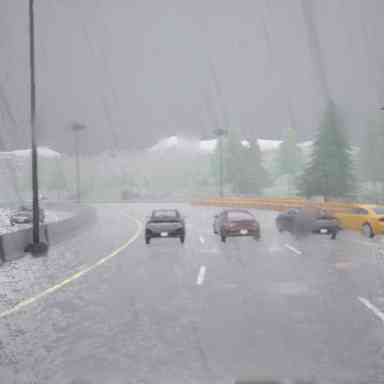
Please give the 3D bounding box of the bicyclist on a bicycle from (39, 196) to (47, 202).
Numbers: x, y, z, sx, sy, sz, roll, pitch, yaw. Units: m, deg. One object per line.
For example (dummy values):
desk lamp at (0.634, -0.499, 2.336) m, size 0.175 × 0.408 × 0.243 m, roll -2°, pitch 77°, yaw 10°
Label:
bicyclist on a bicycle at (-37.957, 1.962, 86.135) m, size 0.582 × 1.620 × 1.656 m, roll 0°, pitch -21°, yaw 18°

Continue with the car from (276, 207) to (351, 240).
car at (5.701, 1.495, 16.996) m, size 2.128 × 1.511 × 4.902 m, roll -1°, pitch 0°, yaw -2°

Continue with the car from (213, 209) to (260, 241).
car at (2.190, 1.596, 16.992) m, size 1.812 × 1.442 × 4.674 m, roll -1°, pitch 0°, yaw -2°

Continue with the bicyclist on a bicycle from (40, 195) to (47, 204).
bicyclist on a bicycle at (-38.501, 1.969, 86.318) m, size 0.582 × 1.620 × 1.656 m, roll -2°, pitch -23°, yaw 16°

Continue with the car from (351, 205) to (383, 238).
car at (9.189, 1.410, 17.271) m, size 1.882 × 1.535 × 5.008 m, roll -1°, pitch 0°, yaw -2°

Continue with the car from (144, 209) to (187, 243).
car at (-1.302, 1.624, 16.807) m, size 2.128 × 1.511 × 4.902 m, roll -1°, pitch 0°, yaw -2°

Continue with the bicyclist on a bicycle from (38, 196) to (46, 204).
bicyclist on a bicycle at (-38.991, 1.980, 86.474) m, size 0.582 × 1.620 × 1.656 m, roll 0°, pitch -23°, yaw 17°

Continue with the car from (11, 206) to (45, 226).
car at (-13.442, 1.915, 27.406) m, size 2.128 × 1.511 × 4.902 m, roll -1°, pitch -1°, yaw -15°
